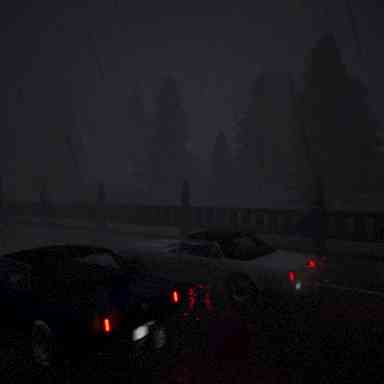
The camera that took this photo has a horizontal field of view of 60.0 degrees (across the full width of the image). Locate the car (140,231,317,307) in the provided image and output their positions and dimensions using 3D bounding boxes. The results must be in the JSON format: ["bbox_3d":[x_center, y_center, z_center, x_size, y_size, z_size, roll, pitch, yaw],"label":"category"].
[{"bbox_3d":[0.361,1.605,8.036,4.718,1.301,1.895,0,0,36],"label":"car"}]

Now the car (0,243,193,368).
[{"bbox_3d":[-2.494,1.606,5.773,4.718,1.301,1.895,0,0,36],"label":"car"}]
